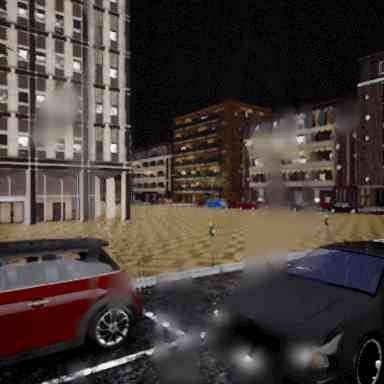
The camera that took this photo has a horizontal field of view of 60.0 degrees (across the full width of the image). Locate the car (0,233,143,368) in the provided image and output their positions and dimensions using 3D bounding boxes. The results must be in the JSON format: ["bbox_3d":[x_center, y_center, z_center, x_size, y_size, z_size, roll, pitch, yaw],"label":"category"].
[{"bbox_3d":[-2.839,1.441,4.544,4.097,1.590,1.967,0,0,-35],"label":"car"}]

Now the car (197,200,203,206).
[{"bbox_3d":[2.741,2.541,77.003,1.802,1.307,4.206,-1,0,-36],"label":"car"}]

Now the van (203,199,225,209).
[{"bbox_3d":[4.446,2.130,60.307,1.690,1.788,3.998,-1,0,-36],"label":"van"}]

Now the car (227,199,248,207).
[{"bbox_3d":[9.275,2.236,67.985,1.967,1.590,4.097,-1,0,-36],"label":"car"}]

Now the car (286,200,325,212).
[{"bbox_3d":[15.448,2.064,44.949,2.008,1.369,4.403,-1,0,-36],"label":"car"}]

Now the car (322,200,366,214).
[{"bbox_3d":[18.715,1.983,40.438,2.008,1.369,4.403,-1,0,-36],"label":"car"}]

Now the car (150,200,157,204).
[{"bbox_3d":[-10.326,2.852,95.045,1.947,1.339,4.313,-1,0,-36],"label":"car"}]

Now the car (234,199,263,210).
[{"bbox_3d":[9.368,2.210,53.422,1.887,1.381,4.507,-1,0,-36],"label":"car"}]

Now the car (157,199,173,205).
[{"bbox_3d":[-7.063,2.644,90.535,1.967,1.590,4.097,-1,0,-36],"label":"car"}]

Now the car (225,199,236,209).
[{"bbox_3d":[8.677,2.075,59.013,2.097,1.767,4.553,0,-1,-36],"label":"car"}]

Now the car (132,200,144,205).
[{"bbox_3d":[-13.847,2.797,85.620,2.008,1.369,4.403,-1,0,-36],"label":"car"}]

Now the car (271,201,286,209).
[{"bbox_3d":[15.871,2.214,59.008,1.802,1.307,4.206,-1,0,-36],"label":"car"}]

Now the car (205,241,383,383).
[{"bbox_3d":[2.806,1.559,5.381,5.357,1.411,2.033,0,0,-35],"label":"car"}]

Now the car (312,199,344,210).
[{"bbox_3d":[21.131,1.943,51.827,1.967,1.590,4.097,-1,0,-36],"label":"car"}]
